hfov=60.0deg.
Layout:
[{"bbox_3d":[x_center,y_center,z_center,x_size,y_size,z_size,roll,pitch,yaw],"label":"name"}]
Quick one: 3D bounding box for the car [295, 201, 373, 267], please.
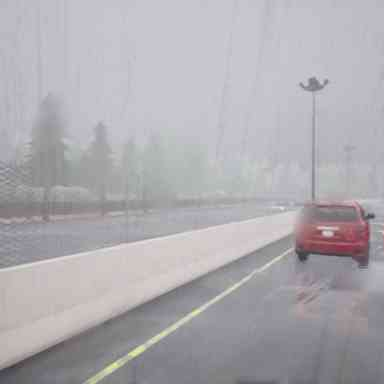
[{"bbox_3d":[5.350,1.343,12.273,2.150,2.045,5.566,0,0,29],"label":"car"}]
